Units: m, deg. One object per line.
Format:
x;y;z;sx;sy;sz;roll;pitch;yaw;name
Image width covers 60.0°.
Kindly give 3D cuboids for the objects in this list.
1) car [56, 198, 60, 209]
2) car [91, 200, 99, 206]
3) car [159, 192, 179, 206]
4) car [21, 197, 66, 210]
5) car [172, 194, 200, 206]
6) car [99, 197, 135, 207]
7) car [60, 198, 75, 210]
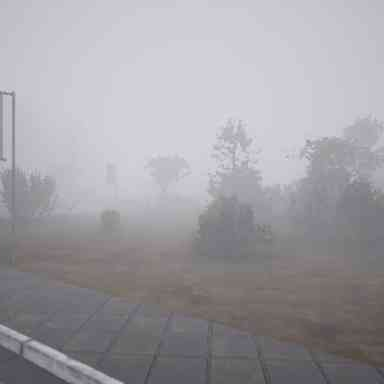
-17.031;1.525;35.598;1.812;1.442;4.674;0;0;39;car
-13.227;1.521;51.800;1.895;1.301;4.718;0;1;39;car
-3.017;1.049;53.048;2.150;2.045;5.566;0;1;38;car
-19.552;1.481;43.952;2.128;1.511;4.902;0;0;39;car
-0.535;1.397;50.552;1.994;1.385;4.181;0;1;38;car
-10.559;1.469;49.534;2.033;1.411;5.357;0;1;39;car
-17.021;1.482;41.513;2.128;1.511;4.902;0;0;39;car
